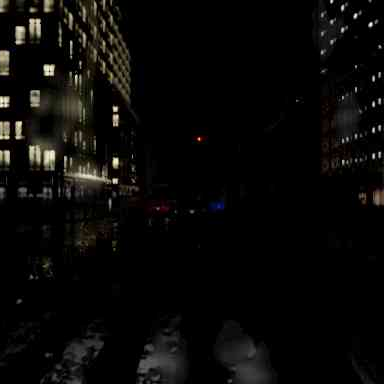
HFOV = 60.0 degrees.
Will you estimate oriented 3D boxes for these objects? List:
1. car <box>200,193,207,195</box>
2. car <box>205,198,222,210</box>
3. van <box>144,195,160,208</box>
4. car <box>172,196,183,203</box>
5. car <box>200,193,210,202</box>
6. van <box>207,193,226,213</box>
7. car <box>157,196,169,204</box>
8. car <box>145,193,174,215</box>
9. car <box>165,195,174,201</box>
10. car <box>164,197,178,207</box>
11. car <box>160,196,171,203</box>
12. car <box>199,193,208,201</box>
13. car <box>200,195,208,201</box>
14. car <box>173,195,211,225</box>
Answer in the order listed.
[{"bbox_3d":[2.789,1.245,64.017,2.192,1.841,5.009,0,0,0],"label":"car"},{"bbox_3d":[2.688,1.500,41.864,1.887,1.381,4.507,0,0,0],"label":"car"},{"bbox_3d":[-5.684,1.290,47.446,1.690,1.788,3.998,0,0,0],"label":"van"},{"bbox_3d":[-2.886,1.569,67.653,1.895,1.301,4.718,0,0,0],"label":"car"},{"bbox_3d":[2.851,1.232,75.097,2.192,1.841,5.009,0,0,0],"label":"car"},{"bbox_3d":[2.749,1.302,36.325,1.690,1.788,3.998,0,0,0],"label":"van"},{"bbox_3d":[-5.592,1.496,64.064,1.947,1.339,4.313,0,0,0],"label":"car"},{"bbox_3d":[-3.169,1.181,34.014,2.150,2.045,5.566,0,1,0],"label":"car"},{"bbox_3d":[-5.500,1.492,80.682,1.802,1.307,4.206,0,0,0],"label":"car"},{"bbox_3d":[-3.067,1.472,49.692,1.812,1.442,4.674,0,0,1],"label":"car"},{"bbox_3d":[-5.561,1.474,69.602,2.008,1.369,4.403,0,0,0],"label":"car"},{"bbox_3d":[2.913,1.218,86.175,2.192,1.841,5.009,0,0,0],"label":"car"},{"bbox_3d":[2.881,1.476,80.636,1.947,1.339,4.313,0,0,0],"label":"car"},{"bbox_3d":[-0.006,1.326,23.771,2.097,1.767,4.553,0,0,0],"label":"car"}]
